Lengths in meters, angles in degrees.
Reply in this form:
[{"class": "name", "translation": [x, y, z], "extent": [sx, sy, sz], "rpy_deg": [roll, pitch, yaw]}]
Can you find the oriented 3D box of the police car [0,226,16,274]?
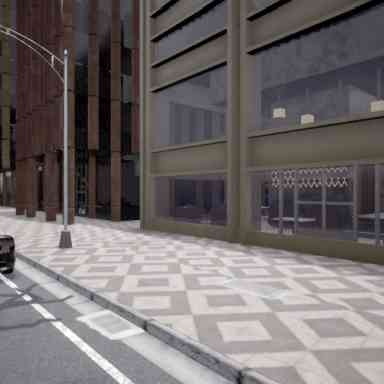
[{"class": "police car", "translation": [-6.727, 1.425, 9.790], "extent": [1.930, 1.638, 5.238], "rpy_deg": [0, 0, -41]}]
